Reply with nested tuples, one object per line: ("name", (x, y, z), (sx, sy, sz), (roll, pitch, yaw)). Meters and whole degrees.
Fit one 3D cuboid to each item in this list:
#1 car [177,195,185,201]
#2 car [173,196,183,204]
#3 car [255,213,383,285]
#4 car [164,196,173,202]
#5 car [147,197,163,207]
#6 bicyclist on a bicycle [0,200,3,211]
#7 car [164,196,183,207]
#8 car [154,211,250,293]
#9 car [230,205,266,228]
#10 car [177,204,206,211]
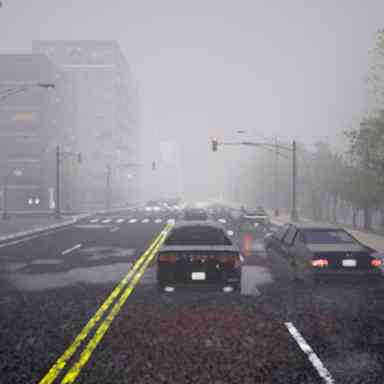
("car", (-2.792, 1.602, 85.793), (1.994, 1.385, 4.181), (0, 0, 0))
("car", (-2.874, 1.692, 70.455), (1.837, 1.490, 4.892), (0, 0, 0))
("car", (3.396, 1.570, 9.614), (2.033, 1.411, 5.357), (0, 0, 1))
("car", (-6.048, 1.821, 84.752), (1.895, 1.301, 4.718), (0, 0, 0))
("car", (-6.292, 1.743, 54.726), (1.895, 1.301, 4.718), (0, 0, 1))
("bicyclist on a bicycle", (-24.652, 1.684, 42.549), (0.582, 1.620, 1.656), (-1, 0, 0))
("car", (-3.038, 1.691, 55.045), (2.033, 1.411, 5.357), (0, 0, 1))
("car", (0.147, 1.499, 8.954), (1.882, 1.535, 5.008), (0, 0, 0))
("car", (3.456, 1.540, 20.201), (2.128, 1.511, 4.902), (0, 0, 0))
("car", (0.203, 1.610, 19.292), (1.994, 1.385, 4.181), (0, 0, 0))
